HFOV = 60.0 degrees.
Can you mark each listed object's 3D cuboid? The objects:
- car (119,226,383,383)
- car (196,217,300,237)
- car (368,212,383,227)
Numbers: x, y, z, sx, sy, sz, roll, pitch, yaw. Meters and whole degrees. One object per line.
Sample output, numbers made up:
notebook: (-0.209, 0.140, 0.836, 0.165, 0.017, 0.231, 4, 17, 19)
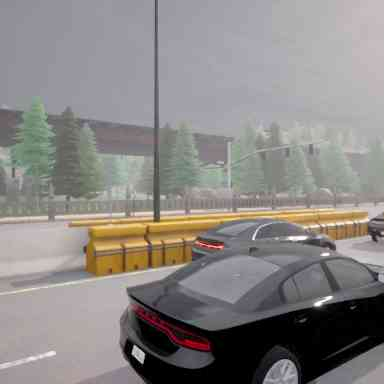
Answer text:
car: (1.474, 1.477, 4.798, 5.008, 1.535, 1.882, 0, 0, -36)
car: (2.242, 1.504, 9.650, 4.892, 1.490, 1.837, 0, 0, -35)
car: (9.909, 1.490, 15.124, 4.902, 1.511, 2.128, 0, 0, -36)
